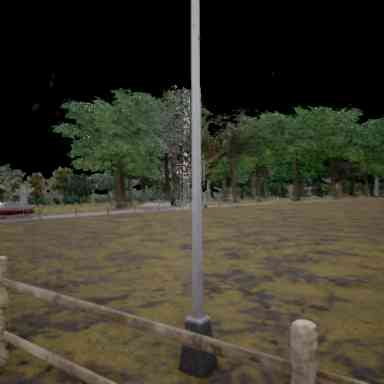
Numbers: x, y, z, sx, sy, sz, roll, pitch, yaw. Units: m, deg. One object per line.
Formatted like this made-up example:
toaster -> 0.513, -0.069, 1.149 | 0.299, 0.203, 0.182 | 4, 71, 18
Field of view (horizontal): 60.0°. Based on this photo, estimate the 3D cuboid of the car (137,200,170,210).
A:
car -> -5.363, 1.823, 46.819 | 1.895, 1.301, 4.718 | -3, -2, 45

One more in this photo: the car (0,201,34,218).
car -> -17.638, 1.710, 31.712 | 2.097, 1.767, 4.553 | -3, -1, 36
